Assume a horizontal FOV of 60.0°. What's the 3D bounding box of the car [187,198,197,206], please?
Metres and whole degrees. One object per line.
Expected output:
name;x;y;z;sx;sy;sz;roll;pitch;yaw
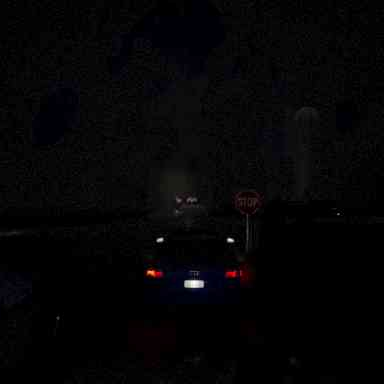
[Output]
car;-0.023;1.946;68.642;2.097;1.767;4.553;0;-1;0

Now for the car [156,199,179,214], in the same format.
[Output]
car;-2.867;1.694;37.351;2.033;1.411;5.357;0;0;0

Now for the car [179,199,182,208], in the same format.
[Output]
car;-2.855;1.857;47.190;1.895;1.301;4.718;0;-1;0

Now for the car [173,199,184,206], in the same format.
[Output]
car;-2.787;2.133;67.180;1.994;1.385;4.181;0;-1;1

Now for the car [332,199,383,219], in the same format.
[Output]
car;12.644;1.195;23.806;4.718;1.301;1.895;-2;-1;-2

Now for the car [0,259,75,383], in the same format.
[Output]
car;-2.928;1.551;3.583;2.033;1.411;5.357;0;0;-1

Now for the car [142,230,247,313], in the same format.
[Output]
car;0.072;1.575;7.801;1.994;1.385;4.181;0;0;1
